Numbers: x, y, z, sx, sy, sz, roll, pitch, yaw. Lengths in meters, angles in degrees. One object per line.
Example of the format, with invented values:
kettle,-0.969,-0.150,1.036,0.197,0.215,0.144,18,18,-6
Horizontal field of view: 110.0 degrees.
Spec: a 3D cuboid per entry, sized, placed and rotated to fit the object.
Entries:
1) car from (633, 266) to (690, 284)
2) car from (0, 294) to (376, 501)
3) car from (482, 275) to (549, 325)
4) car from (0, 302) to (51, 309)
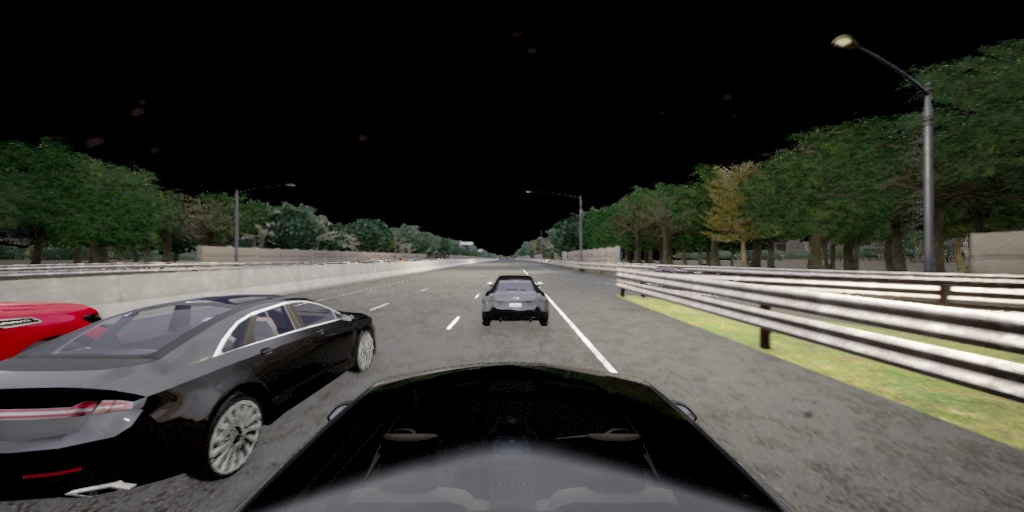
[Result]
car,10.324,1.409,24.304,1.812,1.442,4.674,0,0,-24
car,-3.401,1.244,4.662,2.128,1.511,4.902,0,0,0
car,0.096,1.325,11.902,1.994,1.385,4.181,0,0,0
car,-6.900,0.973,2.867,2.150,2.045,5.566,0,0,0
